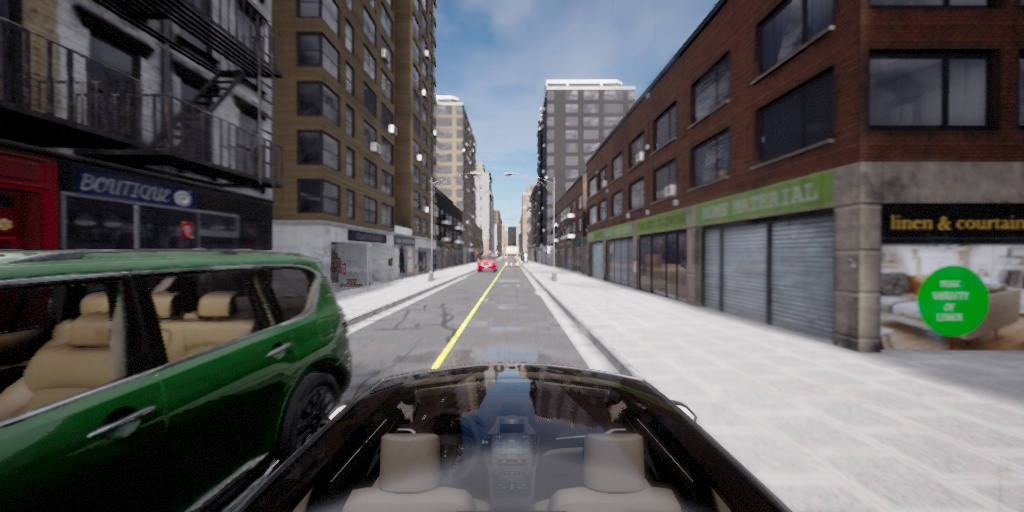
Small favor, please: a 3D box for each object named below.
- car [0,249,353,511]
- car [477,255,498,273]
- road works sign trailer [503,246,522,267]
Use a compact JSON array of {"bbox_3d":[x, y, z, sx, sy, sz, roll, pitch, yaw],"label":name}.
[{"bbox_3d":[-2.849,0.971,1.782,2.150,2.045,5.566,0,0,0],"label":"car"},{"bbox_3d":[-2.832,0.860,42.083,2.150,2.045,5.566,0,0,0],"label":"car"},{"bbox_3d":[0.009,0.044,60.919,2.380,3.560,2.880,0,0,0],"label":"road works sign trailer"}]
